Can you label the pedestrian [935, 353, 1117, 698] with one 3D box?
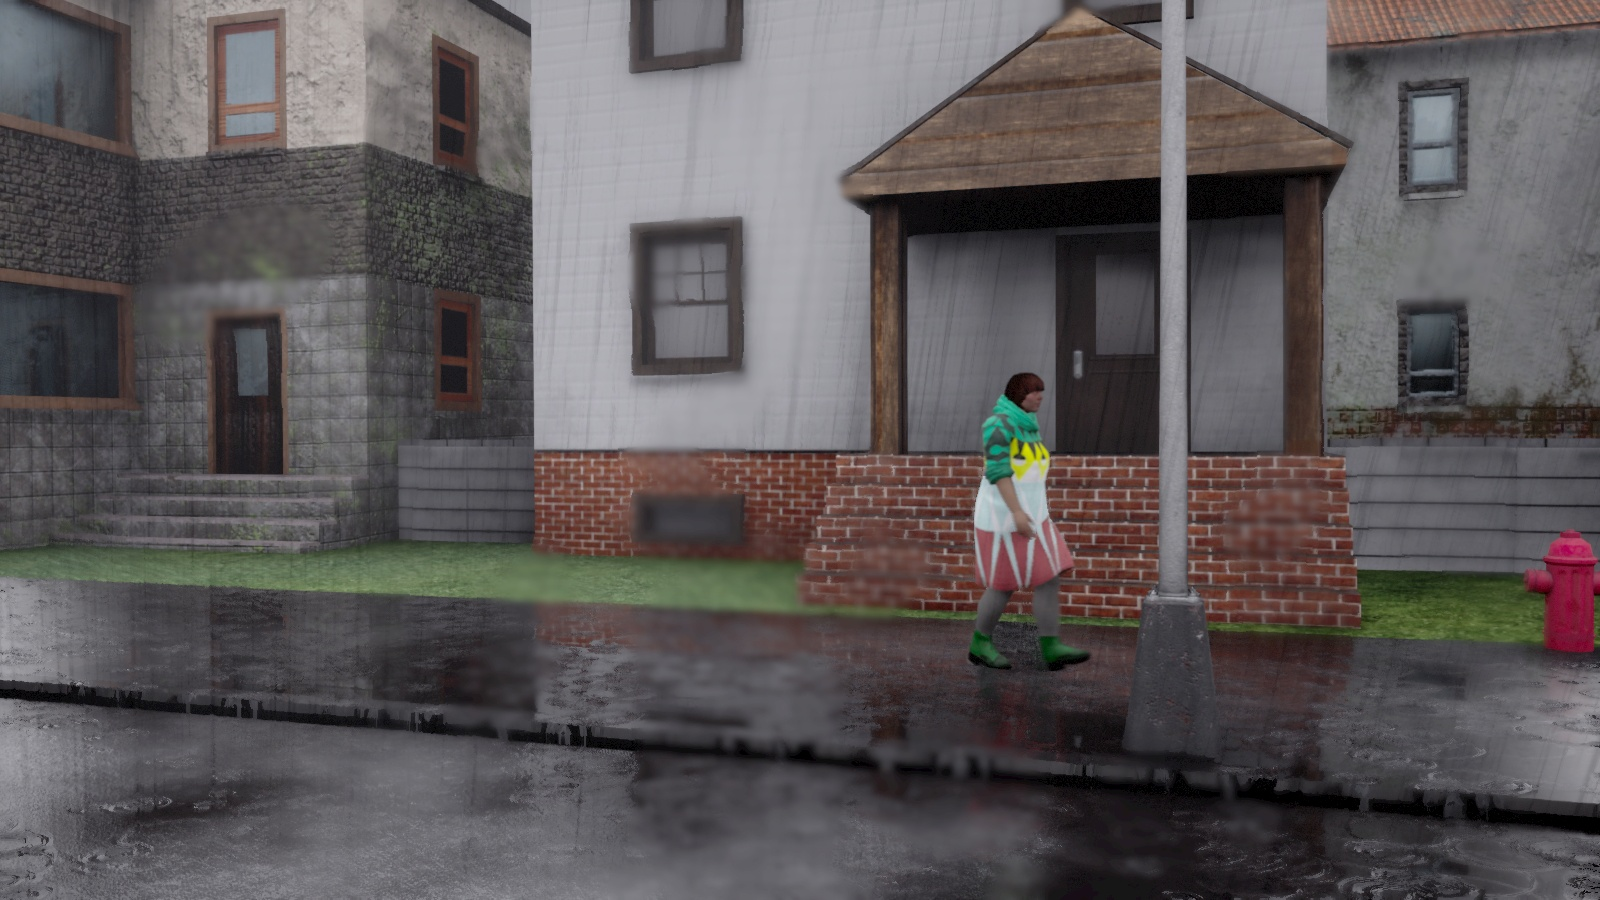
[{"bbox_3d":[1.371,0.419,7.633,0.873,1.952,0.659,1,1,37],"label":"pedestrian"}]
